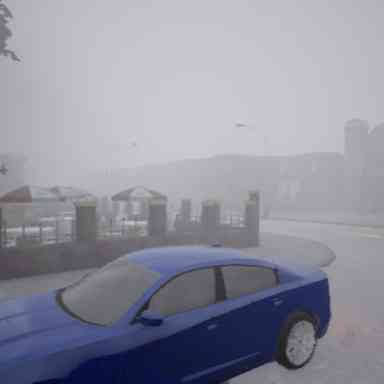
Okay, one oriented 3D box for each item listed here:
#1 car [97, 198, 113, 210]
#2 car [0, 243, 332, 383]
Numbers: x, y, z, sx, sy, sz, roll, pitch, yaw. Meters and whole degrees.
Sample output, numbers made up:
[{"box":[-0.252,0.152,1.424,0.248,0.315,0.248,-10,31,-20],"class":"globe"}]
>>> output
[{"box":[-11.446,1.492,43.134,2.128,1.511,4.902,0,0,-35],"class":"car"},{"box":[-0.333,1.480,4.185,5.008,1.535,1.882,0,0,-34],"class":"car"}]
